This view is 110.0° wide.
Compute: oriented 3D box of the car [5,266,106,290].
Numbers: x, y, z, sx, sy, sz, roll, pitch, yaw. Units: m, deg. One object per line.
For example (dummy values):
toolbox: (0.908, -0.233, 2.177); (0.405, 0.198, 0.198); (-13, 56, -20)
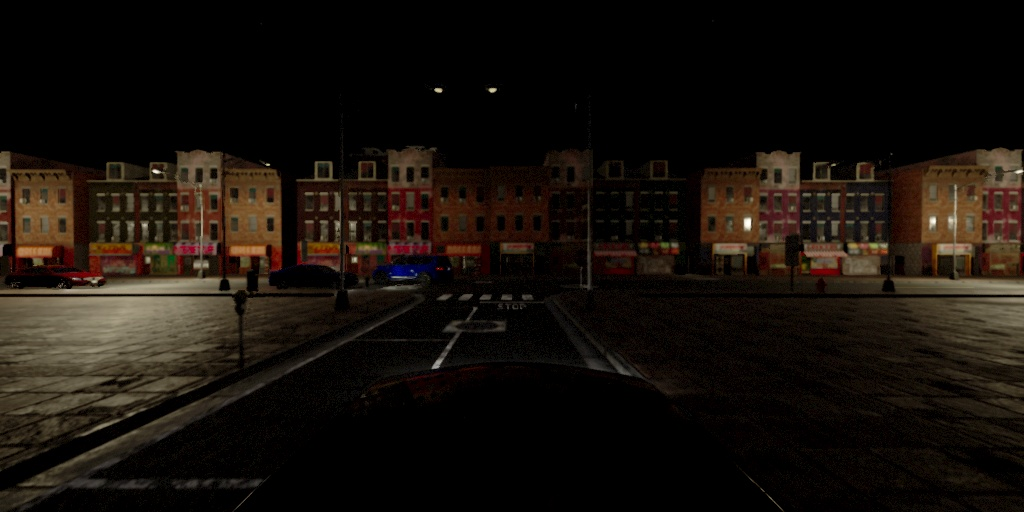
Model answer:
car: (-27.804, 1.310, 21.875); (4.674, 1.442, 1.812); (0, 1, 0)

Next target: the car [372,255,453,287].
car: (-6.805, 0.944, 24.638); (5.566, 2.045, 2.150); (0, -1, 16)

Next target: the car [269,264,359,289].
car: (-11.976, 1.228, 21.828); (5.008, 1.535, 1.882); (0, 1, 0)
